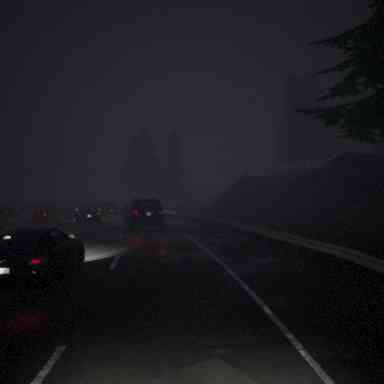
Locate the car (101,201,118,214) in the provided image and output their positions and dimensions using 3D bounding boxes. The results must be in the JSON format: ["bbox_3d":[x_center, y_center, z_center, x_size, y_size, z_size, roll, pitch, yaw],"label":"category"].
[{"bbox_3d":[-10.225,1.897,40.036,1.837,1.490,4.892,0,-1,-27],"label":"car"}]

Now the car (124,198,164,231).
[{"bbox_3d":[-3.292,1.434,22.470,2.150,2.045,5.566,0,-1,-15],"label":"car"}]

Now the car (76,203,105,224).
[{"bbox_3d":[-8.562,1.840,27.451,1.994,1.385,4.181,0,-1,-19],"label":"car"}]

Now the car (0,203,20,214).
[{"bbox_3d":[-19.568,1.912,35.422,1.812,1.442,4.674,0,-1,-27],"label":"car"}]

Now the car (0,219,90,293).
[{"bbox_3d":[-4.272,1.661,9.054,1.994,1.385,4.181,0,-1,-7],"label":"car"}]

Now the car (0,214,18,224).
[{"bbox_3d":[-8.257,1.746,12.844,1.895,1.301,4.718,0,-1,-9],"label":"car"}]

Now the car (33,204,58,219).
[{"bbox_3d":[-13.468,1.799,30.592,1.882,1.535,5.008,0,-1,-22],"label":"car"}]
